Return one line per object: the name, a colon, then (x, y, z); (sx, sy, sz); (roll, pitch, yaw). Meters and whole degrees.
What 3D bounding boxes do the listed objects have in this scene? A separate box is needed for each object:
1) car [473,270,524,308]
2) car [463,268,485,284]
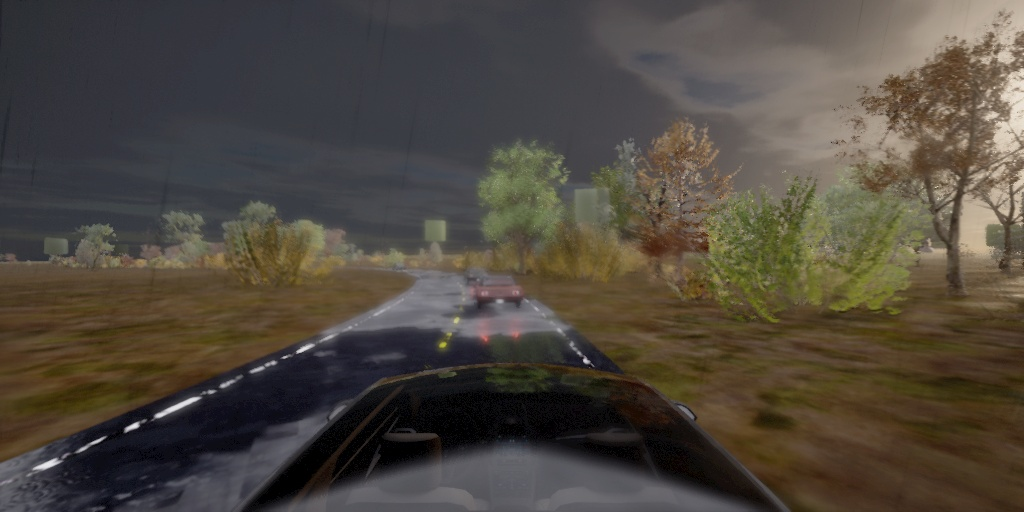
car: (-0.692, 1.492, 16.108); (1.895, 1.301, 4.718); (0, -1, -6)
car: (-3.185, 1.652, 31.069); (1.895, 1.301, 4.718); (0, -1, -13)
